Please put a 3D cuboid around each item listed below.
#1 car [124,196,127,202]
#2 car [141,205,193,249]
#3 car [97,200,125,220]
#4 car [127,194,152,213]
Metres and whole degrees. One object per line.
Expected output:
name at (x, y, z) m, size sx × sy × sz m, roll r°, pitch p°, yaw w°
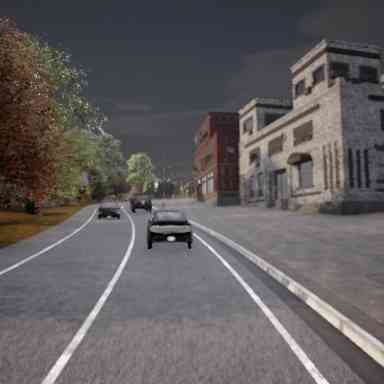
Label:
car at (-12.811, 1.391, 69.455) m, size 2.128 × 1.511 × 4.902 m, roll -1°, pitch 0°, yaw 7°
car at (-1.082, 1.541, 14.913) m, size 2.128 × 1.511 × 4.902 m, roll 1°, pitch 0°, yaw -7°
car at (-7.054, 1.545, 28.522) m, size 2.033 × 1.411 × 5.357 m, roll 1°, pitch 0°, yaw -13°
car at (-5.824, 1.247, 37.930) m, size 2.150 × 2.045 × 5.566 m, roll 1°, pitch 0°, yaw -14°
